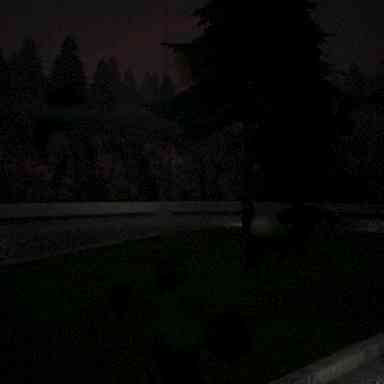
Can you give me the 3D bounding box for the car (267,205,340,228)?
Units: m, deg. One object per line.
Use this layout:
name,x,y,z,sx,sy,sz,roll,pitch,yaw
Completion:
car,7.883,1.702,23.794,4.892,1.490,1.837,0,-2,22
